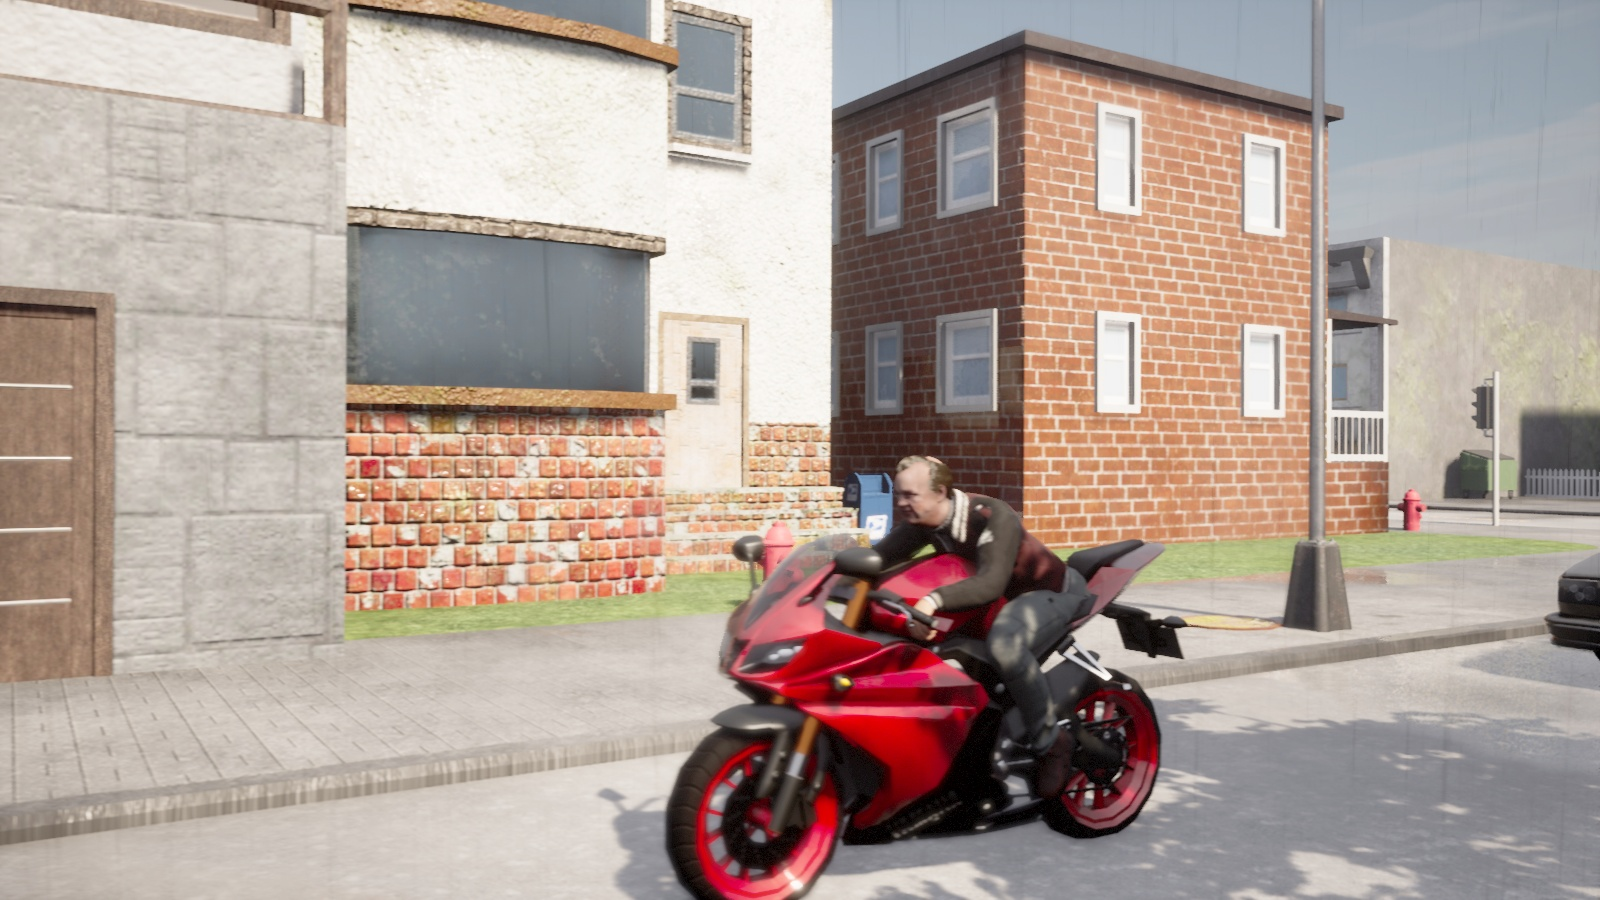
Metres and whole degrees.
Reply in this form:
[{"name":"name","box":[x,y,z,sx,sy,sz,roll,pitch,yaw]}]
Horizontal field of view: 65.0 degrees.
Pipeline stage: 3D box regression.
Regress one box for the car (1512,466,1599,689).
[{"name":"car","box":[7.630,0.823,9.043,5.357,1.411,2.033,0,0,-32]}]

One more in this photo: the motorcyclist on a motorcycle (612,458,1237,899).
[{"name":"motorcyclist on a motorcycle","box":[0.506,0.796,4.563,2.191,1.530,0.866,0,0,-32]}]
